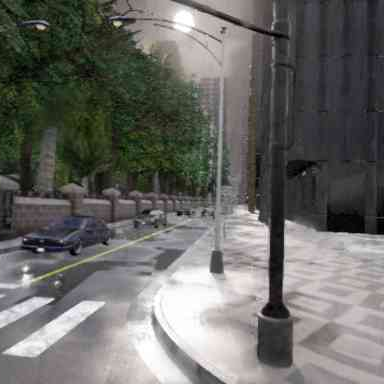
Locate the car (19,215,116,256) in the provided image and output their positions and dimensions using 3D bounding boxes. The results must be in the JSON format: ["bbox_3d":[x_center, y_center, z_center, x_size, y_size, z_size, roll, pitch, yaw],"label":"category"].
[{"bbox_3d":[-4.942,1.718,14.296,2.033,1.411,5.357,2,-2,8],"label":"car"}]

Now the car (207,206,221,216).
[{"bbox_3d":[3.604,3.052,53.788,1.895,1.301,4.718,2,-1,8],"label":"car"}]

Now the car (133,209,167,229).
[{"bbox_3d":[-3.236,2.077,26.720,1.812,1.442,4.674,2,-2,8],"label":"car"}]

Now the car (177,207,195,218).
[{"bbox_3d":[-0.767,2.679,44.302,1.895,1.301,4.718,2,-1,8],"label":"car"}]

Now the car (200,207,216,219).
[{"bbox_3d":[2.235,2.673,43.323,1.812,1.442,4.674,2,-1,10],"label":"car"}]
